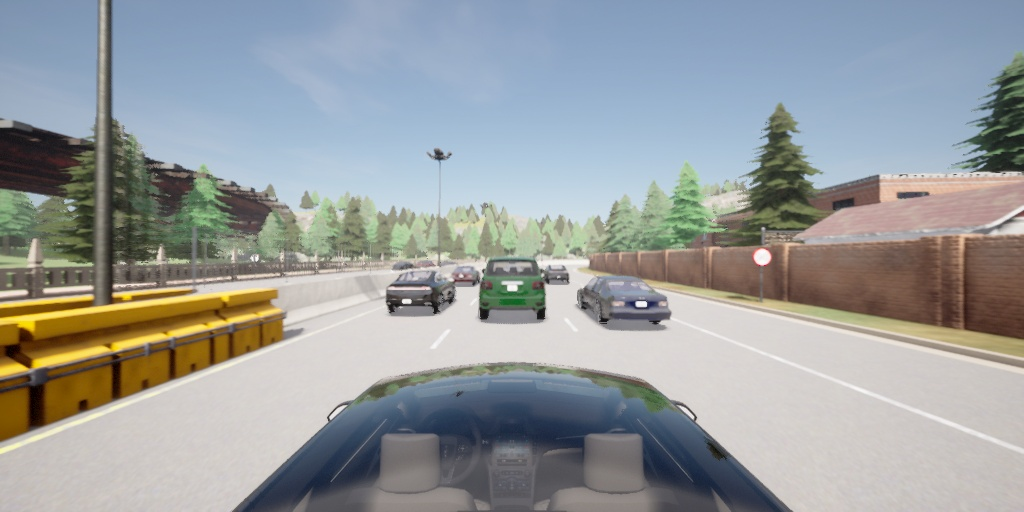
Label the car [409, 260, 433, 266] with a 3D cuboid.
[{"bbox_3d":[-13.469,1.400,54.993,2.097,1.767,4.553,0,0,6],"label":"car"}]

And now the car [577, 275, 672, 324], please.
[{"bbox_3d":[3.521,1.356,12.216,2.033,1.411,5.357,0,0,0],"label":"car"}]

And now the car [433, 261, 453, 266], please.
[{"bbox_3d":[-10.013,1.523,54.529,1.882,1.535,5.008,0,0,5],"label":"car"}]

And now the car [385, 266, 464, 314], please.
[{"bbox_3d":[-3.460,1.311,14.289,2.128,1.511,4.902,0,0,0],"label":"car"}]

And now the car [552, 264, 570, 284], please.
[{"bbox_3d":[3.551,1.396,29.385,2.128,1.511,4.902,0,0,0],"label":"car"}]

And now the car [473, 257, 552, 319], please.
[{"bbox_3d":[0.029,1.038,13.236,2.150,2.045,5.566,0,0,0],"label":"car"}]

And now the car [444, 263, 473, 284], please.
[{"bbox_3d":[-3.468,1.440,27.209,2.033,1.411,5.357,0,0,1],"label":"car"}]

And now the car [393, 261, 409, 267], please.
[{"bbox_3d":[-16.961,1.528,55.496,1.882,1.535,5.008,0,0,5],"label":"car"}]
